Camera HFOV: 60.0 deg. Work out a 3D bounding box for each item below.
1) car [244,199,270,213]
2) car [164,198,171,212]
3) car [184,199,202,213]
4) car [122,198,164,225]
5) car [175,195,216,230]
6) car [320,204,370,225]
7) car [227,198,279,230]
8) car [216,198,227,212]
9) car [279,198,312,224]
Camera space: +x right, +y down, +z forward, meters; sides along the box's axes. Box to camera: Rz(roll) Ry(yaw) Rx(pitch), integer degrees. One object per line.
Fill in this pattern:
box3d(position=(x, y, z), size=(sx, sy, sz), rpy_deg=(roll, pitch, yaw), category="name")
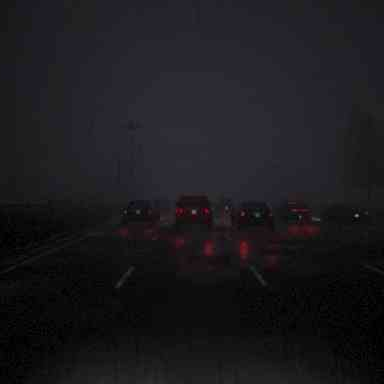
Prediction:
box3d(position=(7.090, 1.460, 36.598), size=(1.994, 1.385, 4.181), rpy_deg=(0, 0, 0), category="car")
box3d(position=(-3.407, 1.374, 36.489), size=(1.882, 1.535, 5.008), rpy_deg=(0, 0, 0), category="car")
box3d(position=(0.092, 1.496, 36.827), size=(1.895, 1.301, 4.718), rpy_deg=(0, 0, 0), category="car")
box3d(position=(-3.401, 1.289, 23.234), size=(2.097, 1.767, 4.553), rpy_deg=(0, 1, 1), category="car")
box3d(position=(0.102, 1.164, 20.720), size=(2.150, 2.045, 5.566), rpy_deg=(0, 0, 0), category="car")
box3d(position=(10.603, 1.495, 23.415), size=(1.994, 1.385, 4.181), rpy_deg=(0, 0, 0), category="car")
box3d(position=(3.603, 1.293, 20.467), size=(2.097, 1.767, 4.553), rpy_deg=(0, 0, 0), category="car")
box3d(position=(3.580, 1.398, 37.079), size=(1.837, 1.490, 4.892), rpy_deg=(0, 0, -1), category="car")
box3d(position=(7.103, 1.421, 24.189), size=(2.128, 1.511, 4.902), rpy_deg=(0, 0, 0), category="car")
